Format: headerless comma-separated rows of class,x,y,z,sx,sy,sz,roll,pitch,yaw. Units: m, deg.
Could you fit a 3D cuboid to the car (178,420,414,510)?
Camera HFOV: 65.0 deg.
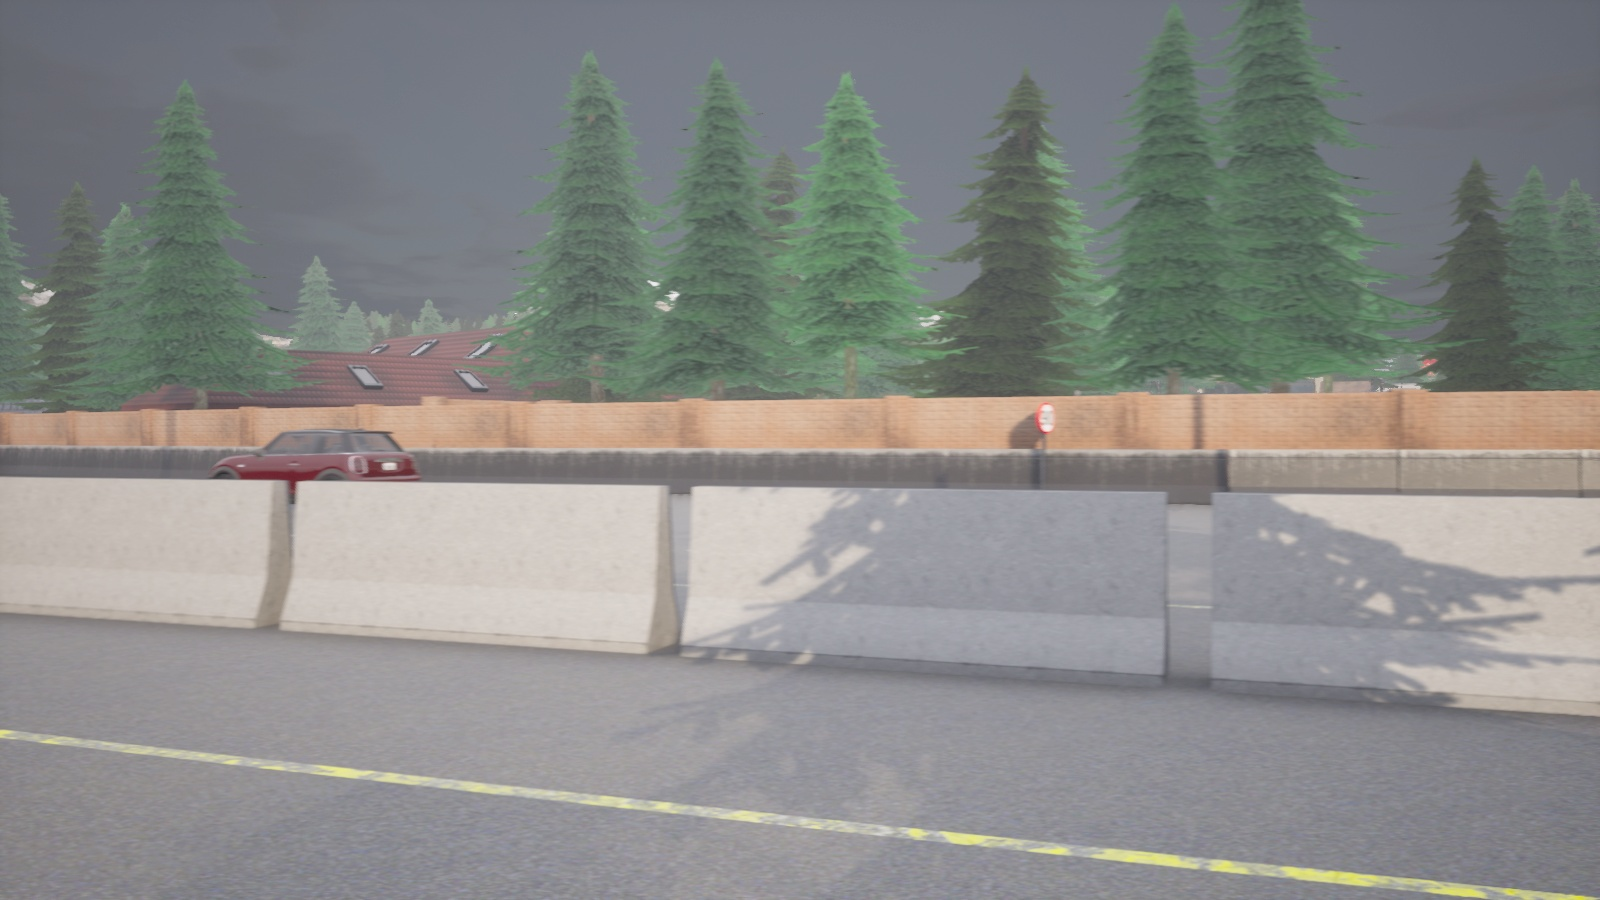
car,-10.661,0.268,26.562,4.553,1.767,2.097,1,1,26
